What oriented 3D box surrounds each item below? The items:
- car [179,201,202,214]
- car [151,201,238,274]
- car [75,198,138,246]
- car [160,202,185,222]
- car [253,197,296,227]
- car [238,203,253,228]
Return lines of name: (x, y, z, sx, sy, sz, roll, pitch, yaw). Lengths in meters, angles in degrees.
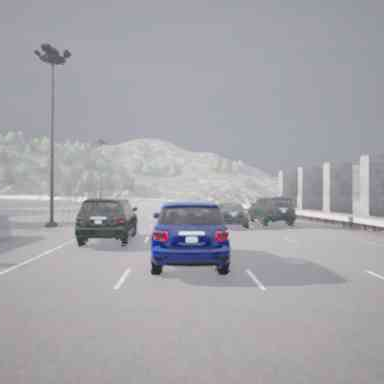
car: (-0.217, 1.812, 40.748, 1.994, 1.385, 4.181, 0, 0, -11)
car: (-0.114, 1.288, 10.903, 2.150, 2.045, 5.566, 0, 0, -2)
car: (-3.897, 1.301, 15.873, 2.150, 2.045, 5.566, 0, 0, -4)
car: (-1.811, 1.695, 29.192, 1.812, 1.442, 4.674, 0, 0, -8)
car: (5.821, 1.400, 24.875, 2.150, 2.045, 5.566, 0, 0, -6)
car: (2.443, 1.505, 23.274, 2.097, 1.767, 4.553, 0, 0, -6)
